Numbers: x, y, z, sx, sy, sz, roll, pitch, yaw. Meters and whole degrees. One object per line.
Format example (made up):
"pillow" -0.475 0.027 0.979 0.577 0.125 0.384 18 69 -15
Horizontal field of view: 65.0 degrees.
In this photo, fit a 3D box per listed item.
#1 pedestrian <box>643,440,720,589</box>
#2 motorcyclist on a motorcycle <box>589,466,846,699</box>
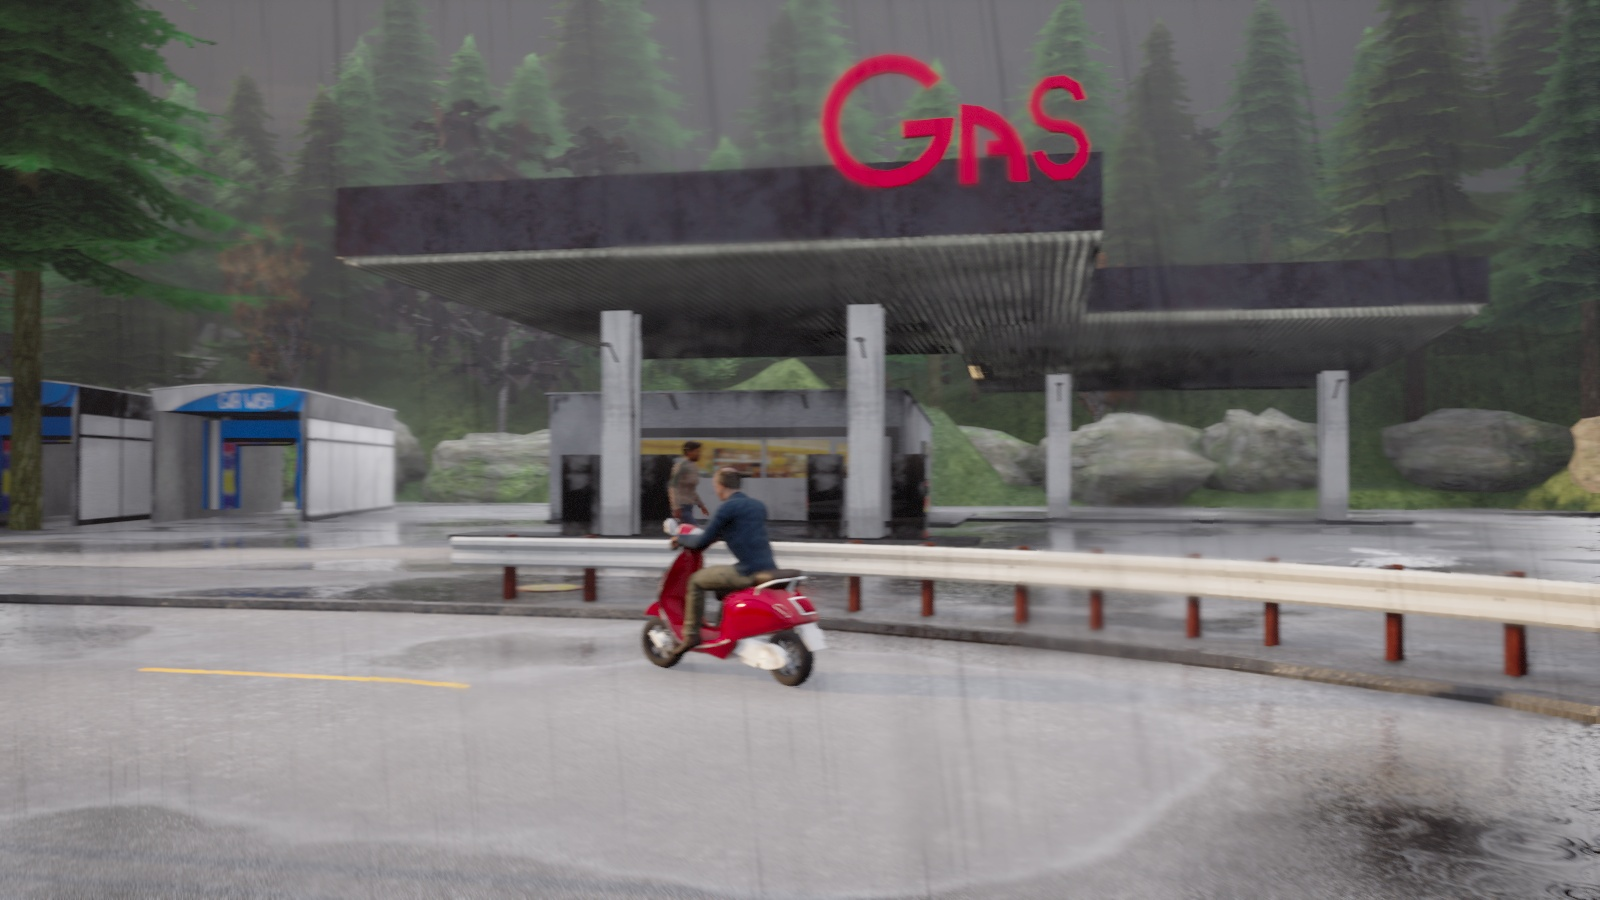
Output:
"pedestrian" -1.449 0.784 15.392 0.869 1.805 0.328 -1 -1 12
"motorcyclist on a motorcycle" -0.655 0.933 9.577 1.817 1.590 0.866 -1 0 39
